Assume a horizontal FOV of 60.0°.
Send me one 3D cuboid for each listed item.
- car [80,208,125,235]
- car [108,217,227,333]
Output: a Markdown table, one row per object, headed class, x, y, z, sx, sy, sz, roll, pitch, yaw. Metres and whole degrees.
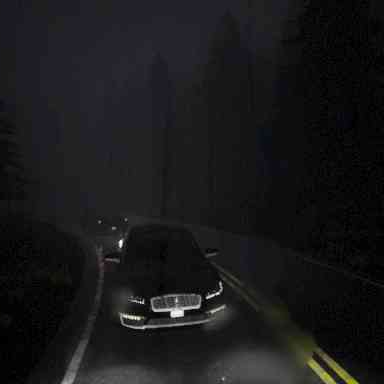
| class | x | y | z | sx | sy | sz | roll | pitch | yaw |
| --- | --- | --- | --- | --- | --- | --- | --- | --- | --- |
| car | -5.326 | 1.668 | 19.886 | 1.895 | 1.301 | 4.718 | -3 | 1 | -30 |
| car | -0.705 | 1.509 | 7.183 | 1.837 | 1.490 | 4.892 | -1 | 0 | -12 |
